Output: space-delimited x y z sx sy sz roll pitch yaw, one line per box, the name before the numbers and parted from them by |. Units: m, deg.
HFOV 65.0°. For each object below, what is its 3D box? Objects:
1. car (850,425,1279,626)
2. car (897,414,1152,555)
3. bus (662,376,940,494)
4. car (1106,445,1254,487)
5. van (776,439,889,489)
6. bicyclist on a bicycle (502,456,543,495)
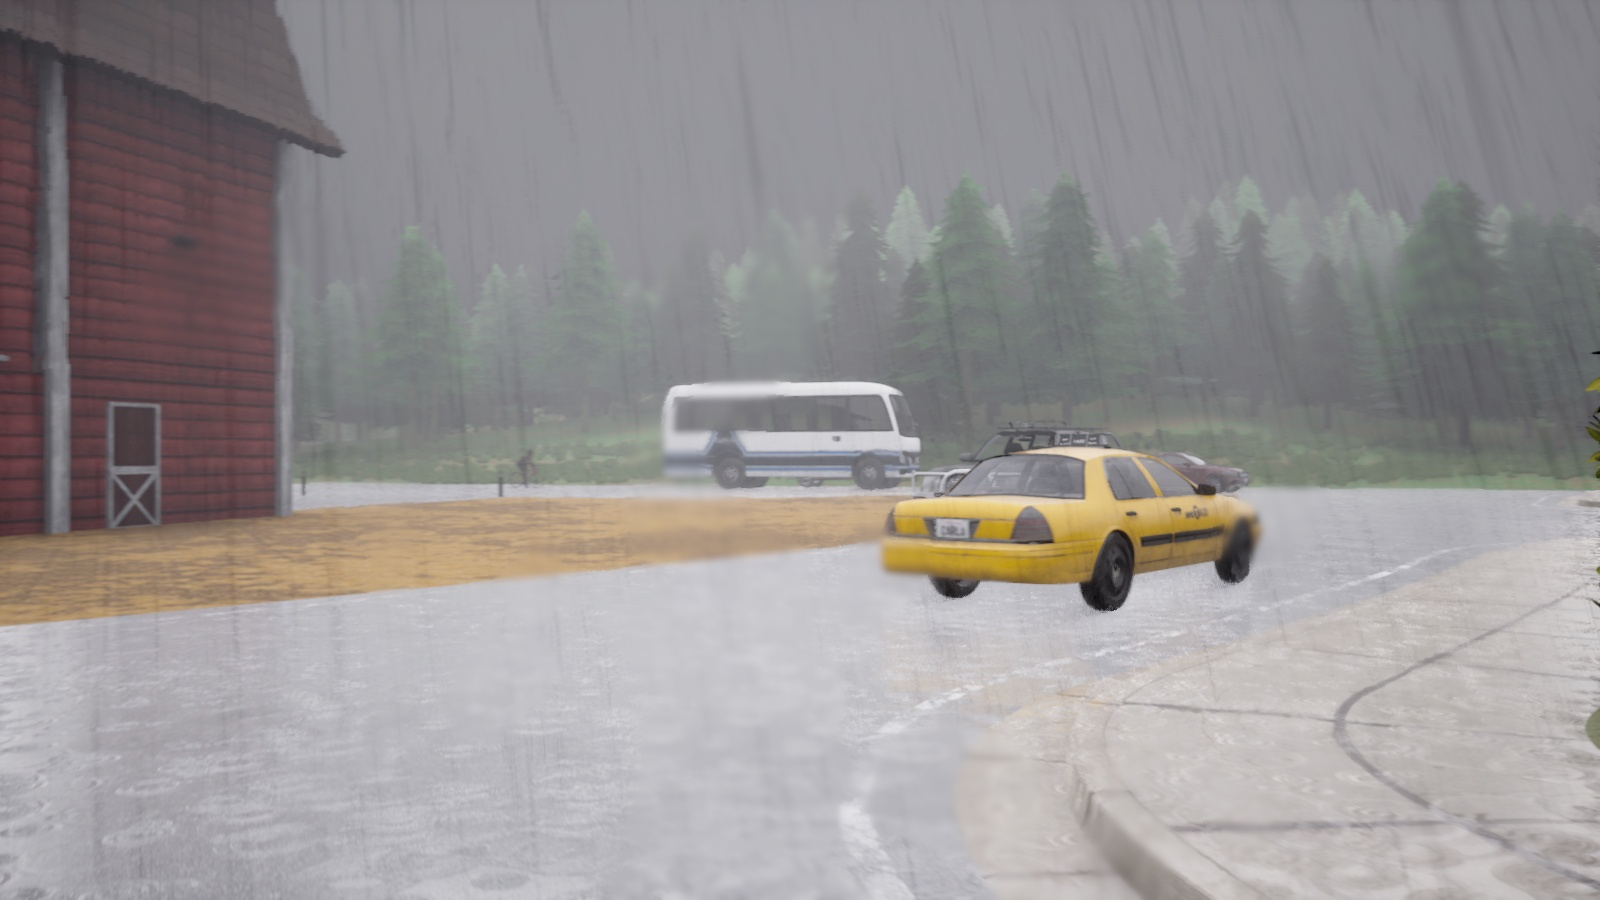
car | 2.871 0.571 12.446 1.801 1.575 5.366 -1 0 40
car | 3.520 0.446 18.989 1.932 1.855 4.605 -1 0 36
bus | 0.070 -0.514 50.030 10.273 4.253 3.944 -1 0 17
car | 13.477 0.581 44.685 4.674 1.442 1.812 -2 -1 38
van | 1.378 0.604 53.292 4.442 1.987 1.775 -1 0 17
bicyclist on a bicycle | -11.862 1.083 53.693 1.656 1.620 0.582 -1 0 17
